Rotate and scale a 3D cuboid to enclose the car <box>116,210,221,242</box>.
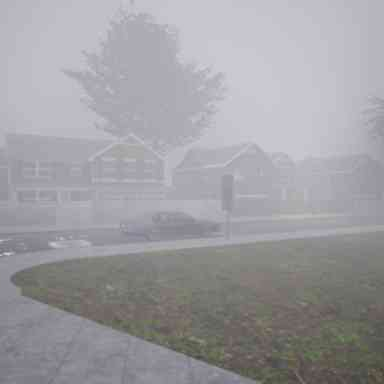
[{"bbox_3d":[-1.121,1.658,17.180,5.357,1.411,2.033,0,0,-30],"label":"car"}]
